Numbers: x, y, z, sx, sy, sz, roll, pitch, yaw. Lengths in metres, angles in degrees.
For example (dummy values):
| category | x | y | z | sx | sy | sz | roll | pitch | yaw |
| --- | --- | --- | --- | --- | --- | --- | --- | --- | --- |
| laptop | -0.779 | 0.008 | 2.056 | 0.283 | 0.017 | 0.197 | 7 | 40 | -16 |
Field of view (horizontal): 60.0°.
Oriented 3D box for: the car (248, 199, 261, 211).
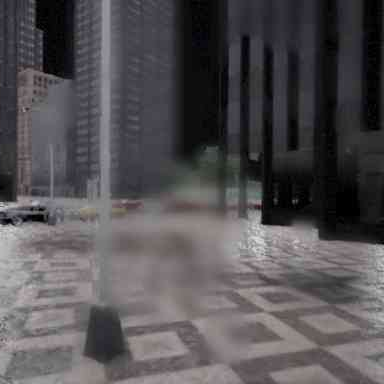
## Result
| category | x | y | z | sx | sy | sz | roll | pitch | yaw |
| --- | --- | --- | --- | --- | --- | --- | --- | --- | --- |
| car | 8.910 | 2.061 | 49.779 | 1.887 | 1.381 | 4.507 | 0 | -1 | 36 |

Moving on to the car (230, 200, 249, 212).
| category | x | y | z | sx | sy | sz | roll | pitch | yaw |
| --- | --- | --- | --- | --- | --- | --- | --- | --- | --- |
| car | 5.626 | 2.001 | 45.197 | 1.802 | 1.307 | 4.206 | 0 | -1 | 36 |

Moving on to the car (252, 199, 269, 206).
| category | x | y | z | sx | sy | sz | roll | pitch | yaw |
| --- | --- | --- | --- | --- | --- | --- | --- | --- | --- |
| car | 15.139 | 2.335 | 73.098 | 1.887 | 1.381 | 4.507 | 0 | -1 | 36 |

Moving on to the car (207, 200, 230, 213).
| category | x | y | z | sx | sy | sz | roll | pitch | yaw |
| --- | --- | --- | --- | --- | --- | --- | --- | --- | --- |
| car | 2.334 | 1.867 | 40.605 | 1.887 | 1.381 | 4.507 | 0 | -1 | 36 |

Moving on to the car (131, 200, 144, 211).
| category | x | y | z | sx | sy | sz | roll | pitch | yaw |
| --- | --- | --- | --- | --- | --- | --- | --- | --- | --- |
| car | -7.876 | 1.667 | 40.992 | 1.887 | 1.381 | 4.507 | 0 | -1 | 36 |

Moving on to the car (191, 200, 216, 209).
| category | x | y | z | sx | sy | sz | roll | pitch | yaw |
| --- | --- | --- | --- | --- | --- | --- | --- | --- | --- |
| car | 1.987 | 1.961 | 54.751 | 2.008 | 1.369 | 4.403 | 0 | -1 | 36 |

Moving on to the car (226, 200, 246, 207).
| category | x | y | z | sx | sy | sz | roll | pitch | yaw |
| --- | --- | --- | --- | --- | --- | --- | --- | --- | --- |
| car | 8.563 | 2.153 | 63.925 | 2.008 | 1.369 | 4.403 | 0 | -1 | 36 |

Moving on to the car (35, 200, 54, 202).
| category | x | y | z | sx | sy | sz | roll | pitch | yaw |
| --- | --- | --- | --- | --- | --- | --- | --- | --- | --- |
| car | -14.452 | 1.489 | 31.818 | 2.008 | 1.369 | 4.403 | 0 | -1 | 36 |

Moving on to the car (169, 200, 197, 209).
| category | x | y | z | sx | sy | sz | roll | pitch | yaw |
| --- | --- | --- | --- | --- | --- | --- | --- | --- | --- |
| car | -1.301 | 1.863 | 50.165 | 2.008 | 1.369 | 4.403 | 0 | -1 | 36 |

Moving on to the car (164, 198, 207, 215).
| category | x | y | z | sx | sy | sz | roll | pitch | yaw |
| --- | --- | --- | --- | --- | --- | --- | --- | --- | --- |
| car | -0.952 | 1.543 | 36.022 | 2.192 | 1.841 | 5.009 | 0 | -1 | 36 |

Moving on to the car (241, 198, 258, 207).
| category | x | y | z | sx | sy | sz | roll | pitch | yaw |
| --- | --- | --- | --- | --- | --- | --- | --- | --- | --- |
| car | 11.852 | 2.137 | 68.513 | 1.967 | 1.590 | 4.097 | 0 | -1 | 36 |

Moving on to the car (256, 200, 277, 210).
| category | x | y | z | sx | sy | sz | roll | pitch | yaw |
| --- | --- | --- | --- | --- | --- | --- | --- | --- | --- |
| car | 12.199 | 2.052 | 54.368 | 1.967 | 1.590 | 4.097 | 0 | -1 | 36 |

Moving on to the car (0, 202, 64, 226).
| category | x | y | z | sx | sy | sz | roll | pitch | yaw |
| --- | --- | --- | --- | --- | --- | --- | --- | --- | --- |
| car | -10.817 | 1.521 | 22.258 | 1.947 | 1.339 | 4.313 | 0 | -1 | 36 |

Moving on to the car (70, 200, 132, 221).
| category | x | y | z | sx | sy | sz | roll | pitch | yaw |
| --- | --- | --- | --- | --- | --- | --- | --- | --- | --- |
| car | -7.431 | 1.572 | 26.983 | 1.752 | 1.417 | 4.829 | 0 | -1 | 36 |
